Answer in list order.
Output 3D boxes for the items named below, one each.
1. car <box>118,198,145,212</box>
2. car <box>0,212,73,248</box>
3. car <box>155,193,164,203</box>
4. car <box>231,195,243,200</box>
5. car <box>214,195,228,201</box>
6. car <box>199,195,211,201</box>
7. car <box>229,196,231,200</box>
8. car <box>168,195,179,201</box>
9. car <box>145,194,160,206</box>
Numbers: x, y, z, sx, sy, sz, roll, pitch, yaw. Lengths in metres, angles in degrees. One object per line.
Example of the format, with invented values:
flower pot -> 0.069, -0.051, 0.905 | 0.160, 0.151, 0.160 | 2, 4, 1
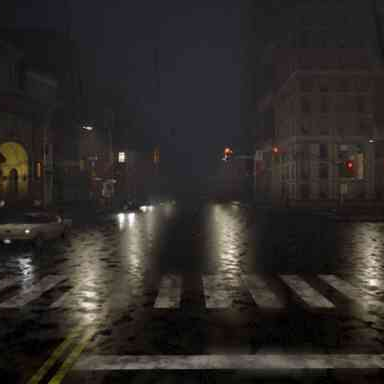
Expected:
car -> -7.086, 1.491, 37.935 | 2.128, 1.511, 4.902 | 0, 0, 0
car -> -7.095, 1.601, 15.020 | 1.895, 1.301, 4.718 | 0, 0, 0
car -> -6.968, 1.225, 69.154 | 2.150, 2.045, 5.566 | 0, 0, 0
car -> 12.471, 1.500, 94.149 | 1.837, 1.490, 4.892 | 0, 0, 41
car -> 7.102, 1.525, 85.356 | 2.128, 1.511, 4.902 | 0, 0, 25
car -> 3.301, 1.524, 85.379 | 1.812, 1.442, 4.674 | 0, 0, 22
car -> 8.250, 1.466, 94.369 | 1.882, 1.535, 5.008 | 0, 0, 38
car -> -4.631, 1.500, 83.957 | 1.837, 1.490, 4.892 | 0, 0, 16
car -> -7.068, 1.491, 54.757 | 2.128, 1.511, 4.902 | 0, 0, 0
